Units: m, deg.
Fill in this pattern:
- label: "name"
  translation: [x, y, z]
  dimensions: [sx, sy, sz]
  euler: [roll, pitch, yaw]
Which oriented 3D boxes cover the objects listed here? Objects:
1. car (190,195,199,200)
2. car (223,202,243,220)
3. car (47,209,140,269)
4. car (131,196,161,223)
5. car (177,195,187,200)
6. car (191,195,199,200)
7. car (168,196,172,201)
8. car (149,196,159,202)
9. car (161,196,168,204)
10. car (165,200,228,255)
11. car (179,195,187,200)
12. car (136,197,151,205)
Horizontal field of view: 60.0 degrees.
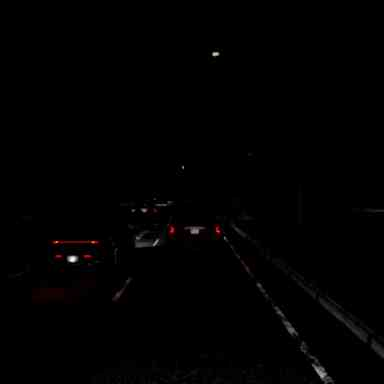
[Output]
- label: "car"
  translation: [0.591, 1.633, 83.042]
  dimensions: [1.837, 1.490, 4.892]
  euler: [0, 0, 1]
- label: "car"
  translation: [2.532, 1.599, 27.493]
  dimensions: [1.882, 1.535, 5.008]
  euler: [-2, -2, 31]
- label: "car"
  translation: [-3.149, 1.529, 11.189]
  dimensions: [1.837, 1.490, 4.892]
  euler: [0, 0, 0]
- label: "car"
  translation: [-3.727, 1.446, 26.167]
  dimensions: [2.097, 1.767, 4.553]
  euler: [0, -2, -7]
- label: "car"
  translation: [-2.652, 1.488, 83.451]
  dimensions: [2.097, 1.767, 4.553]
  euler: [0, 0, 1]
- label: "car"
  translation: [0.771, 1.565, 93.459]
  dimensions: [2.128, 1.511, 4.902]
  euler: [0, 0, 1]
- label: "car"
  translation: [-5.955, 1.656, 80.422]
  dimensions: [1.812, 1.442, 4.674]
  euler: [0, 0, 1]
- label: "car"
  translation: [-9.206, 1.631, 80.413]
  dimensions: [1.837, 1.490, 4.892]
  euler: [0, 0, 1]
- label: "car"
  translation: [-6.235, 1.645, 64.959]
  dimensions: [1.812, 1.442, 4.674]
  euler: [0, 0, 1]
- label: "car"
  translation: [0.100, 1.382, 13.521]
  dimensions: [2.097, 1.767, 4.553]
  euler: [0, 0, 0]
- label: "car"
  translation: [-2.478, 1.517, 93.515]
  dimensions: [1.882, 1.535, 5.008]
  euler: [0, 0, 1]
- label: "car"
  translation: [-9.480, 1.665, 64.938]
  dimensions: [2.033, 1.411, 5.357]
  euler: [0, 0, 1]
